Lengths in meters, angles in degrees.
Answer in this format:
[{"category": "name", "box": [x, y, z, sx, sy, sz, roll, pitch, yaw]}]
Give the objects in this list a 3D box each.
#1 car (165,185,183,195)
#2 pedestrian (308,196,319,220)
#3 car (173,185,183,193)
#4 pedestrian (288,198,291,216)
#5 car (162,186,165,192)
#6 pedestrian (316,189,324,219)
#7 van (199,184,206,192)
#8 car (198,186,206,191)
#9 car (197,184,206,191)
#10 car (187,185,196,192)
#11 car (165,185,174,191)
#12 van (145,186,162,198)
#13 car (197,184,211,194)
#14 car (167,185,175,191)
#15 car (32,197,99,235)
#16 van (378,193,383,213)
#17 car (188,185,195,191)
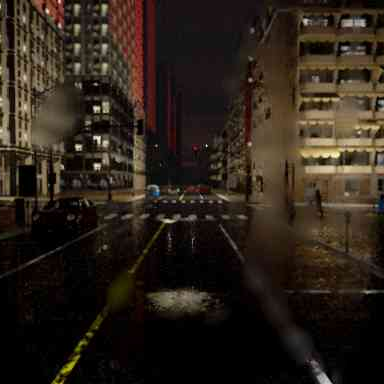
[{"category": "car", "box": [-3.122, -0.328, 58.546, 2.097, 1.767, 4.553, 0, 2, 0]}, {"category": "pedestrian", "box": [7.050, 1.018, 19.540, 0.375, 1.300, 0.375, 0, 2, 0]}, {"category": "car", "box": [-3.093, -0.762, 74.017, 2.097, 1.767, 4.553, 0, 2, 0]}, {"category": "pedestrian", "box": [6.110, 0.920, 20.736, 0.500, 1.100, 0.500, 0, 2, 0]}, {"category": "car", "box": [-5.779, -0.475, 69.874, 1.752, 1.417, 4.829, 0, 2, 0]}, {"category": "pedestrian", "box": [7.661, 0.737, 20.132, 0.375, 1.860, 0.375, 0, 2, 0]}, {"category": "van", "box": [2.586, -0.976, 81.148, 1.690, 1.788, 3.998, 0, 2, 0]}, {"category": "car", "box": [2.580, -0.922, 86.702, 2.008, 1.369, 4.403, 0, 2, 0]}, {"category": "car", "box": [2.572, -1.313, 92.245, 2.192, 1.841, 5.009, 0, 2, 0]}, {"category": "car", "box": [-0.095, -0.861, 77.271, 2.097, 1.767, 4.553, 0, 2, 0]}, {"category": "car", "box": [-5.801, -1.033, 86.688, 1.967, 1.590, 4.097, 0, 2, 0]}, {"category": "van", "box": [-5.751, -0.037, 47.844, 1.690, 1.788, 3.998, 0, 2, 0]}, {"category": "car", "box": [2.608, -0.533, 64.502, 2.192, 1.841, 5.009, 0, 2, 0]}, {"category": "car", "box": [-5.808, -1.098, 92.069, 1.752, 1.417, 4.829, 0, 2, 0]}, {"category": "car", "box": [-5.710, 0.991, 15.386, 1.967, 1.590, 4.097, 0, 2, 0]}, {"category": "van", "box": [16.897, 0.946, 26.151, 3.998, 1.788, 1.690, 1, 1, 0]}, {"category": "car", "box": [-0.108, -1.088, 87.339, 1.994, 1.385, 4.181, 0, 2, 0]}]
